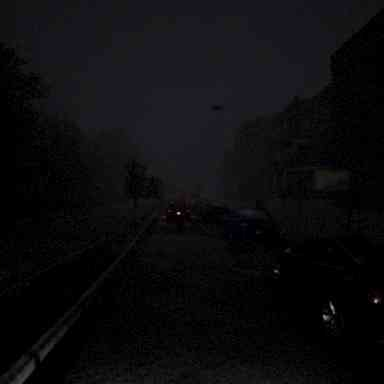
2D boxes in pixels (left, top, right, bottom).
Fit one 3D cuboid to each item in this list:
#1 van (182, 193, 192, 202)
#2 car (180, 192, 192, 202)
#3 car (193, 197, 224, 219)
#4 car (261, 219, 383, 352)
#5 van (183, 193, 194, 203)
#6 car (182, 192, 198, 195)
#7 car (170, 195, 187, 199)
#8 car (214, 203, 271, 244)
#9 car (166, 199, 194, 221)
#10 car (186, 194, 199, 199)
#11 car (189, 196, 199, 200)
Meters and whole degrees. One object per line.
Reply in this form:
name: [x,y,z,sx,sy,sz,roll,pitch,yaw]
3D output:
van: [-1.033,1.144,71.331,1.878,1.987,4.442,0,0,-4]
car: [-1.388,1.090,76.777,2.435,2.045,5.566,0,0,-4]
car: [1.488,1.525,32.469,2.002,1.452,4.674,0,0,-4]
car: [2.992,1.516,6.372,2.163,1.488,4.792,0,0,-1]
van: [-0.675,1.169,65.796,1.878,1.987,4.442,0,0,-4]
car: [0.050,1.185,54.639,2.435,2.045,5.566,0,0,-4]
car: [-2.139,1.477,42.799,2.128,1.511,4.902,0,0,-4]
car: [2.559,1.493,15.960,2.097,1.535,5.008,0,0,-3]
car: [-1.127,1.571,27.085,1.994,1.385,4.181,0,0,-4]
car: [0.408,1.483,49.106,2.163,1.488,4.792,0,0,-4]
car: [1.127,1.506,38.034,2.163,1.488,4.792,0,0,-4]
